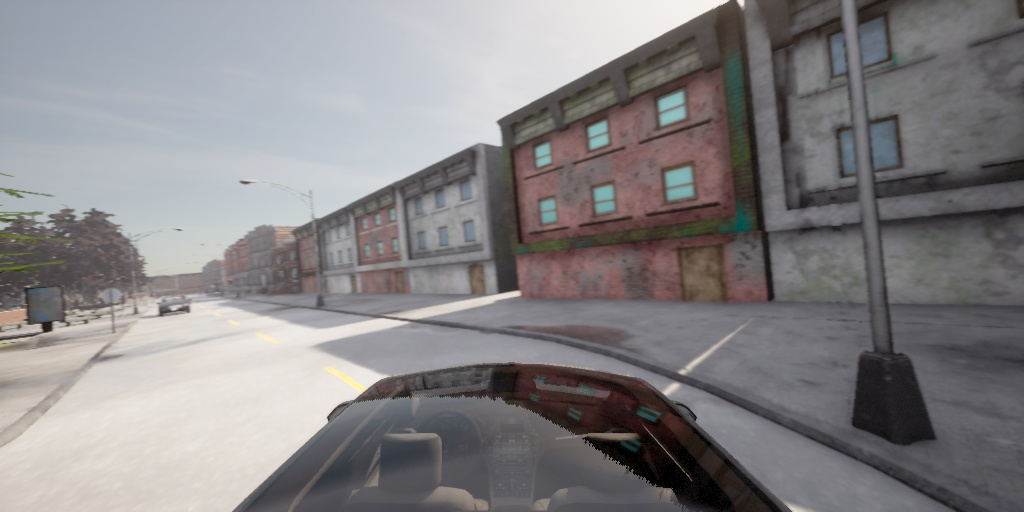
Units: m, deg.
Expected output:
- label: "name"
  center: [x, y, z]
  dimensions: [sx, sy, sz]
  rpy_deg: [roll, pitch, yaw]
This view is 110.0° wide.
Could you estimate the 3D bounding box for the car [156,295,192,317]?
- label: "car"
  center: [-27.620, 4.018, 29.354]
  dimensions: [2.128, 1.511, 4.902]
  rpy_deg: [-5, -1, -44]
